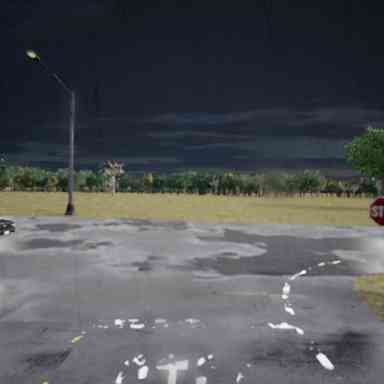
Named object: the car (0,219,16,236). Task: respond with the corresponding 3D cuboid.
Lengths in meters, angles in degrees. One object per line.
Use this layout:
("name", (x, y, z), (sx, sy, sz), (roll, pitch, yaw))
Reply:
("car", (-11.203, 1.432, 15.415), (5.357, 1.411, 2.033), (1, 1, 0))
